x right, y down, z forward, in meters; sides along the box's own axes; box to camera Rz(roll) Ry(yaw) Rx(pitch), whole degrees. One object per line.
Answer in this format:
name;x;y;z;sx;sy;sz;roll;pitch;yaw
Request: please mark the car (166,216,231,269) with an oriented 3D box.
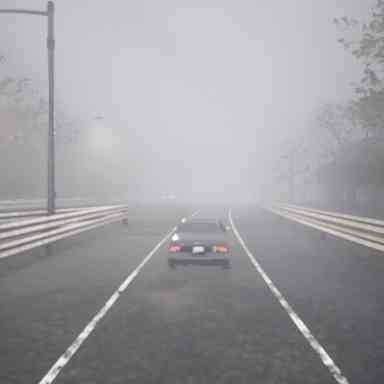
car;0.300;1.519;11.086;2.033;1.411;5.357;0;0;3
